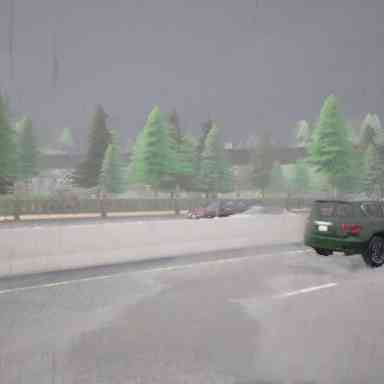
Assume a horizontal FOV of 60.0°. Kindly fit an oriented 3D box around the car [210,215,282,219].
[{"bbox_3d":[3.613,1.486,18.076,4.674,1.442,1.812,0,0,-27],"label":"car"}]

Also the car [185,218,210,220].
[{"bbox_3d":[1.780,1.296,21.048,4.553,1.767,2.097,0,0,-27],"label":"car"}]

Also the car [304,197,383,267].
[{"bbox_3d":[6.396,1.213,11.486,5.566,2.045,2.150,0,0,-28],"label":"car"}]
